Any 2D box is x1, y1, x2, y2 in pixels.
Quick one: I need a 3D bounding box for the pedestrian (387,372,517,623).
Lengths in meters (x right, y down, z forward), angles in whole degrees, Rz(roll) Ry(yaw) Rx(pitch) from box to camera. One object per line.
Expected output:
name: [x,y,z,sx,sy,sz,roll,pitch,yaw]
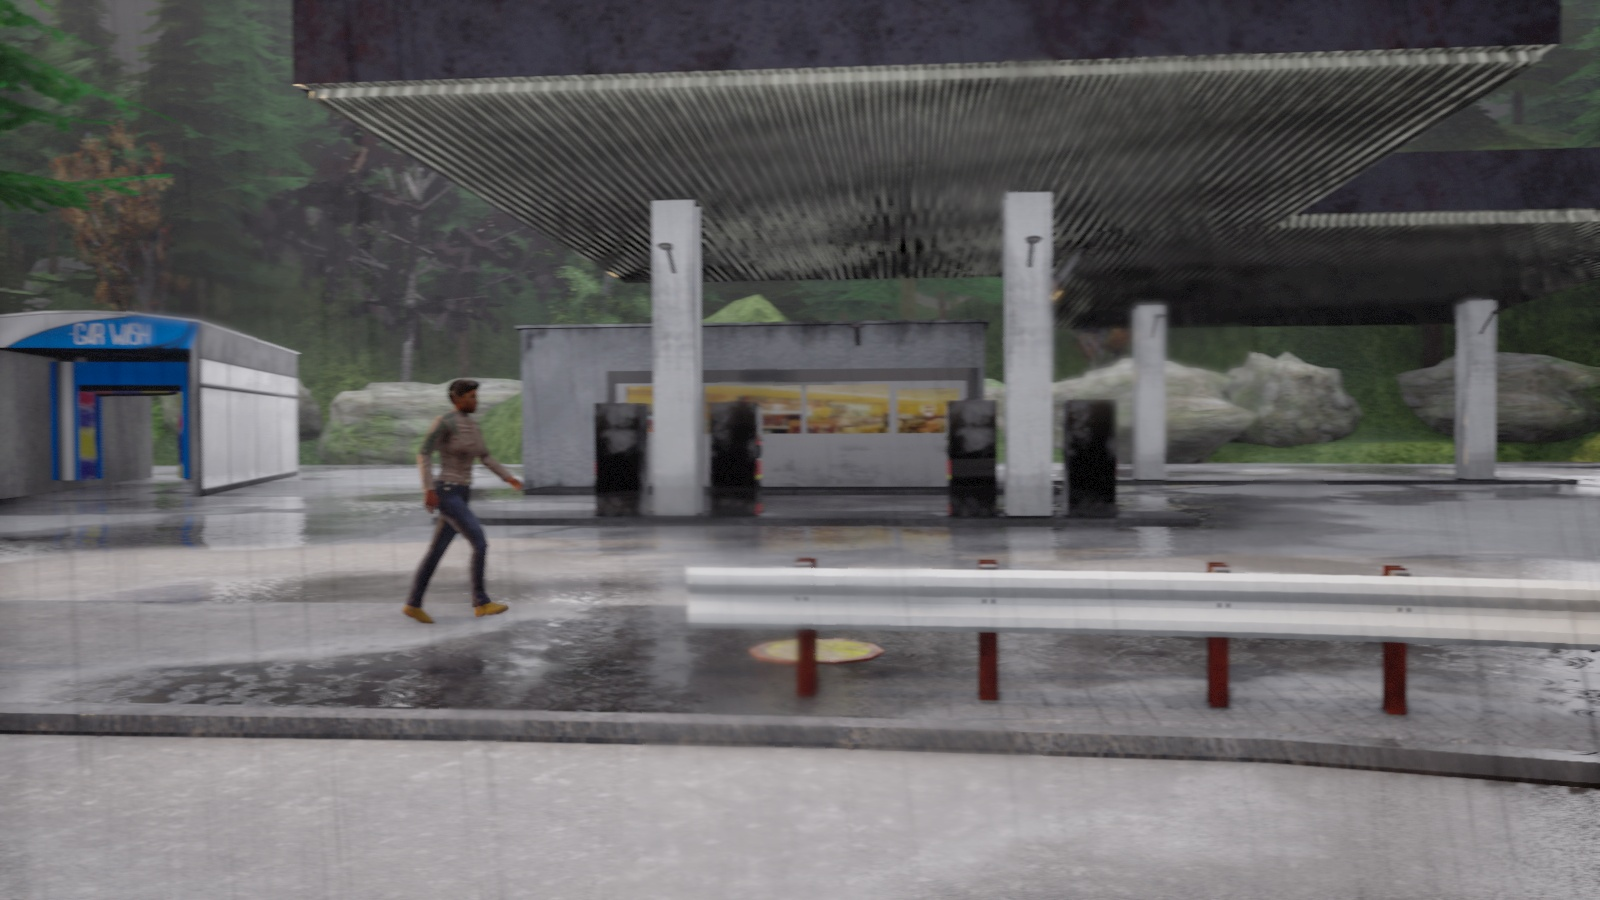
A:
pedestrian: [-2.561,0.337,9.261,0.869,1.805,0.328,0,1,13]
